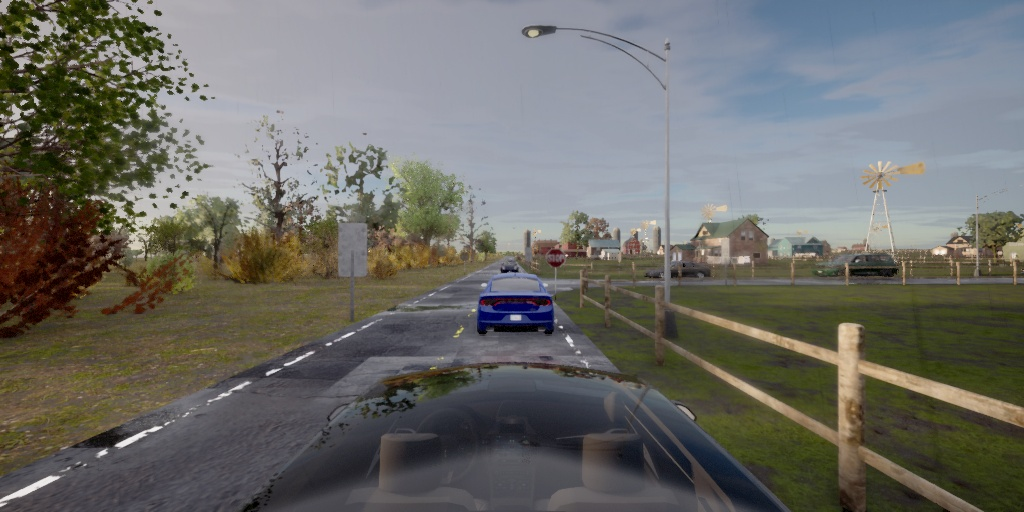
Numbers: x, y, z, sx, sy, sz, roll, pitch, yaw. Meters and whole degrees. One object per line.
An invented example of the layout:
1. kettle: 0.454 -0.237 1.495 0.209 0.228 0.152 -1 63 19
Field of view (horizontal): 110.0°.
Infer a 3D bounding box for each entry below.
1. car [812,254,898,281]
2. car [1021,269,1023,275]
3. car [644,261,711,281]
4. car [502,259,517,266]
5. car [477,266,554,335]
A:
1. car: 27.128 0.850 28.431 5.566 2.045 2.150 -1 0 -2
2. car: 44.483 1.101 28.700 5.357 1.411 2.033 0 0 -1
3. car: 12.947 1.196 28.185 4.892 1.490 1.837 -1 0 0
4. car: -0.221 1.333 39.975 1.895 1.301 4.718 0 0 1
5. car: 0.082 1.227 10.496 1.882 1.535 5.008 0 0 0
